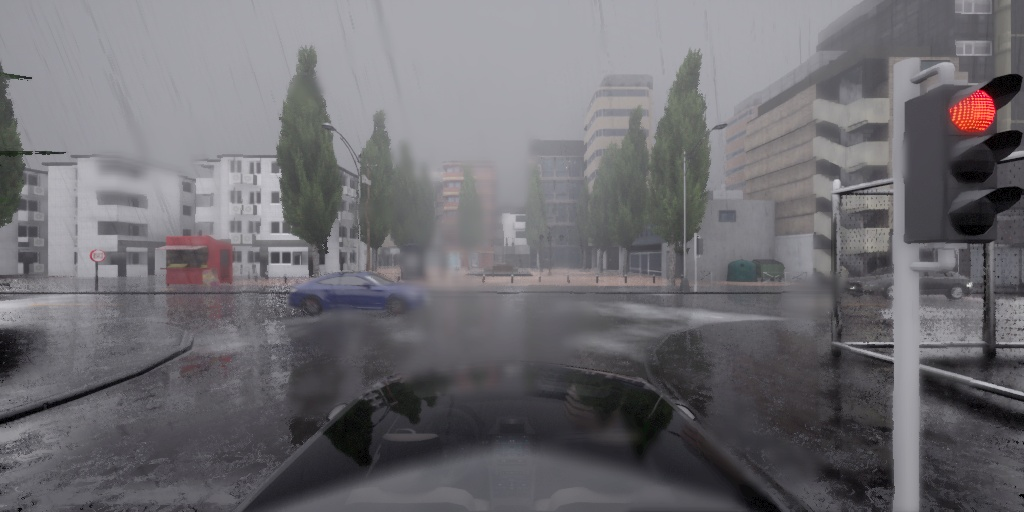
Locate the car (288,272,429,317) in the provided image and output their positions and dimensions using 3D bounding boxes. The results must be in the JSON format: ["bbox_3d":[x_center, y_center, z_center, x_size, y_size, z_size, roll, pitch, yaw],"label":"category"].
[{"bbox_3d":[-5.302,1.275,12.630,4.674,1.442,1.812,0,0,0],"label":"car"}]

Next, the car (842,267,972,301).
[{"bbox_3d":[18.435,1.255,16.850,4.892,1.490,1.837,0,0,0],"label":"car"}]
